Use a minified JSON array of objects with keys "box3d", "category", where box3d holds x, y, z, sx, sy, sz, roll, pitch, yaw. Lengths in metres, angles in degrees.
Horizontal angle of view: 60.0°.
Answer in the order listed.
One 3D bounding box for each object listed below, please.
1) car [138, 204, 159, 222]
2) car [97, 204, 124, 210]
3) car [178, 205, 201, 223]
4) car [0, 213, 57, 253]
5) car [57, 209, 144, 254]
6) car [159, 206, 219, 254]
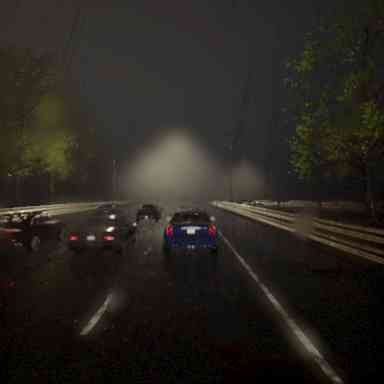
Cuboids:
[{"box3d":[-3.751,1.798,29.502,1.837,1.490,4.892,0,0,-1],"category":"car"},{"box3d":[-7.251,1.798,29.455,1.837,1.490,4.892,0,0,-1],"category":"car"},{"box3d":[-0.252,1.889,29.377,1.895,1.301,4.718,0,-1,-1],"category":"car"},{"box3d":[-7.049,1.632,14.427,2.128,1.511,4.902,0,0,0],"category":"car"},{"box3d":[-3.549,1.684,14.145,2.033,1.411,5.357,0,-1,0],"category":"car"},{"box3d":[-0.048,1.488,14.267,2.097,1.767,4.553,0,-1,0],"category":"car"}]
